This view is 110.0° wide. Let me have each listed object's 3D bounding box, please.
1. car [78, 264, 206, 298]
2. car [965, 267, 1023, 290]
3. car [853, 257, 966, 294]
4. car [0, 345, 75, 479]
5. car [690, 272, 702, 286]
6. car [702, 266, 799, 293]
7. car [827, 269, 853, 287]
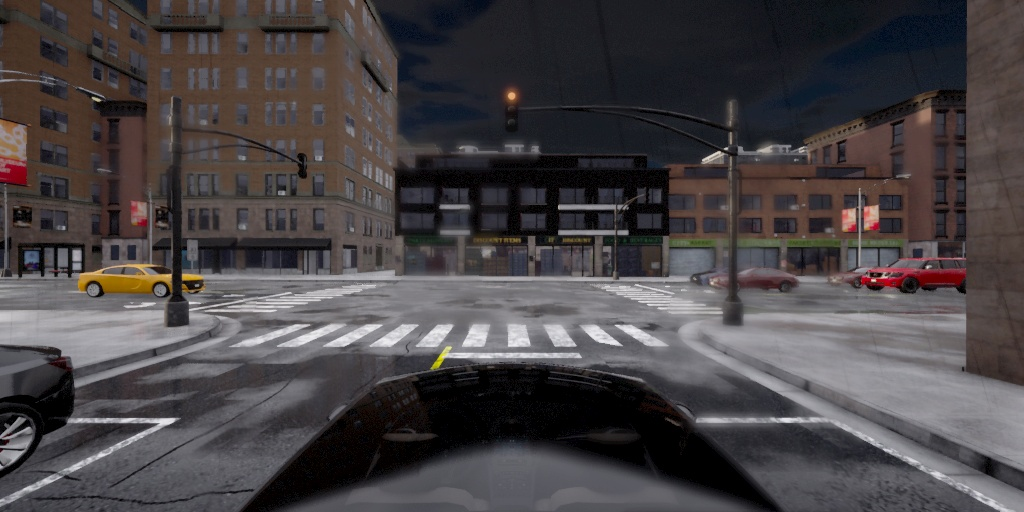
[{"bbox_3d":[-17.787,1.149,17.396,5.008,1.535,1.882,0,0,0],"label":"car"},{"bbox_3d":[34.121,1.498,24.352,4.181,1.385,1.994,0,0,0],"label":"car"},{"bbox_3d":[23.999,1.102,21.043,5.566,2.045,2.150,0,0,0],"label":"car"},{"bbox_3d":[-5.387,1.316,1.910,1.948,1.339,4.313,0,0,0],"label":"car"},{"bbox_3d":[14.405,1.394,24.260,4.181,1.385,1.994,0,0,0],"label":"car"},{"bbox_3d":[14.105,1.354,21.008,4.674,1.442,1.812,0,0,1],"label":"car"},{"bbox_3d":[24.167,1.407,24.298,4.674,1.442,1.812,0,0,0],"label":"car"}]
